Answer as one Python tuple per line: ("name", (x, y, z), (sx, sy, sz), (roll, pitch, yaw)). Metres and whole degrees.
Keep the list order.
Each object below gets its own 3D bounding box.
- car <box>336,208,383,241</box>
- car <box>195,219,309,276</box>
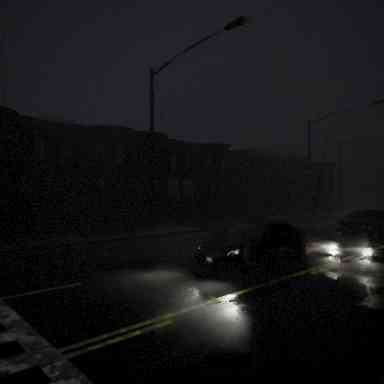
("car", (9.610, 1.677, 18.123), (5.008, 1.535, 1.882), (0, -1, -43))
("car", (2.189, 1.666, 11.116), (4.674, 1.442, 1.812), (0, -1, -43))
